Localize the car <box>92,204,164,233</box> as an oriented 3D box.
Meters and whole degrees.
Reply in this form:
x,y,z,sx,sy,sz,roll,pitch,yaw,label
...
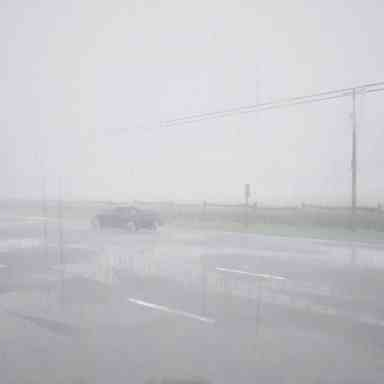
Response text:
x,y,z,sx,sy,sz,roll,pitch,yaw,label
-3.890,1.504,19.637,4.892,1.490,1.837,0,0,35,car
